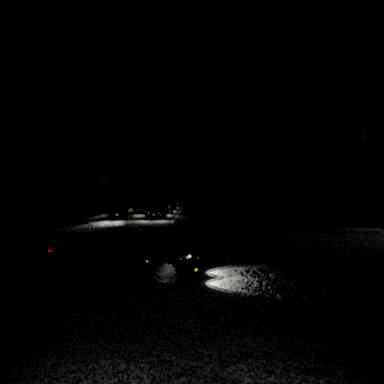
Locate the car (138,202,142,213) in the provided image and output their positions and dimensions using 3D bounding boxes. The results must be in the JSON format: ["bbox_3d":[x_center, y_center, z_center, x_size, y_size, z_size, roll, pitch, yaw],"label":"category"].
[{"bbox_3d":[-7.084,2.011,43.059,1.882,1.535,5.008,0,-1,0],"label":"car"}]

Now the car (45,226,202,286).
[{"bbox_3d":[-1.822,1.682,9.337,4.181,1.385,1.994,0,-1,3],"label":"car"}]

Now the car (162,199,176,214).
[{"bbox_3d":[-3.584,1.882,42.810,2.097,1.767,4.553,0,-1,0],"label":"car"}]

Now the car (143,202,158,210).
[{"bbox_3d":[-7.033,2.296,56.200,1.895,1.301,4.718,0,-1,0],"label":"car"}]

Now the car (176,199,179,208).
[{"bbox_3d":[-3.560,2.216,52.703,1.994,1.385,4.181,0,-1,0],"label":"car"}]

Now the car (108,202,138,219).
[{"bbox_3d":[-7.101,1.908,33.575,2.128,1.511,4.902,0,-1,-2],"label":"car"}]

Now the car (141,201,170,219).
[{"bbox_3d":[-3.592,1.922,33.652,1.837,1.490,4.892,0,-1,0],"label":"car"}]
